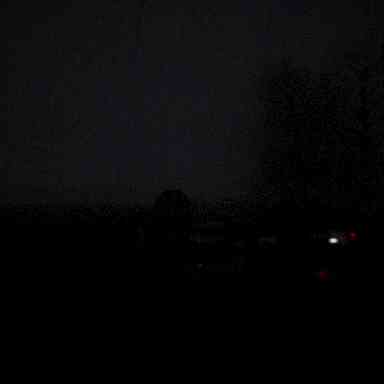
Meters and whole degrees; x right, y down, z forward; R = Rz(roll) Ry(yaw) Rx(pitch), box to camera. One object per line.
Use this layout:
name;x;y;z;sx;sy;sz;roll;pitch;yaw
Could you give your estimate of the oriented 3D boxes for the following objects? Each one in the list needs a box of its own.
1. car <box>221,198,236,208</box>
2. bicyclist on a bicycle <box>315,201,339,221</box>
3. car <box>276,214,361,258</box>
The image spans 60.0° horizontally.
car;5.220;1.534;47.999;2.033;1.411;5.357;-1;0;1
bicyclist on a bicycle;7.674;1.363;19.131;1.656;1.620;0.582;-1;0;1
car;4.507;1.510;12.475;1.994;1.385;4.181;-1;0;1
